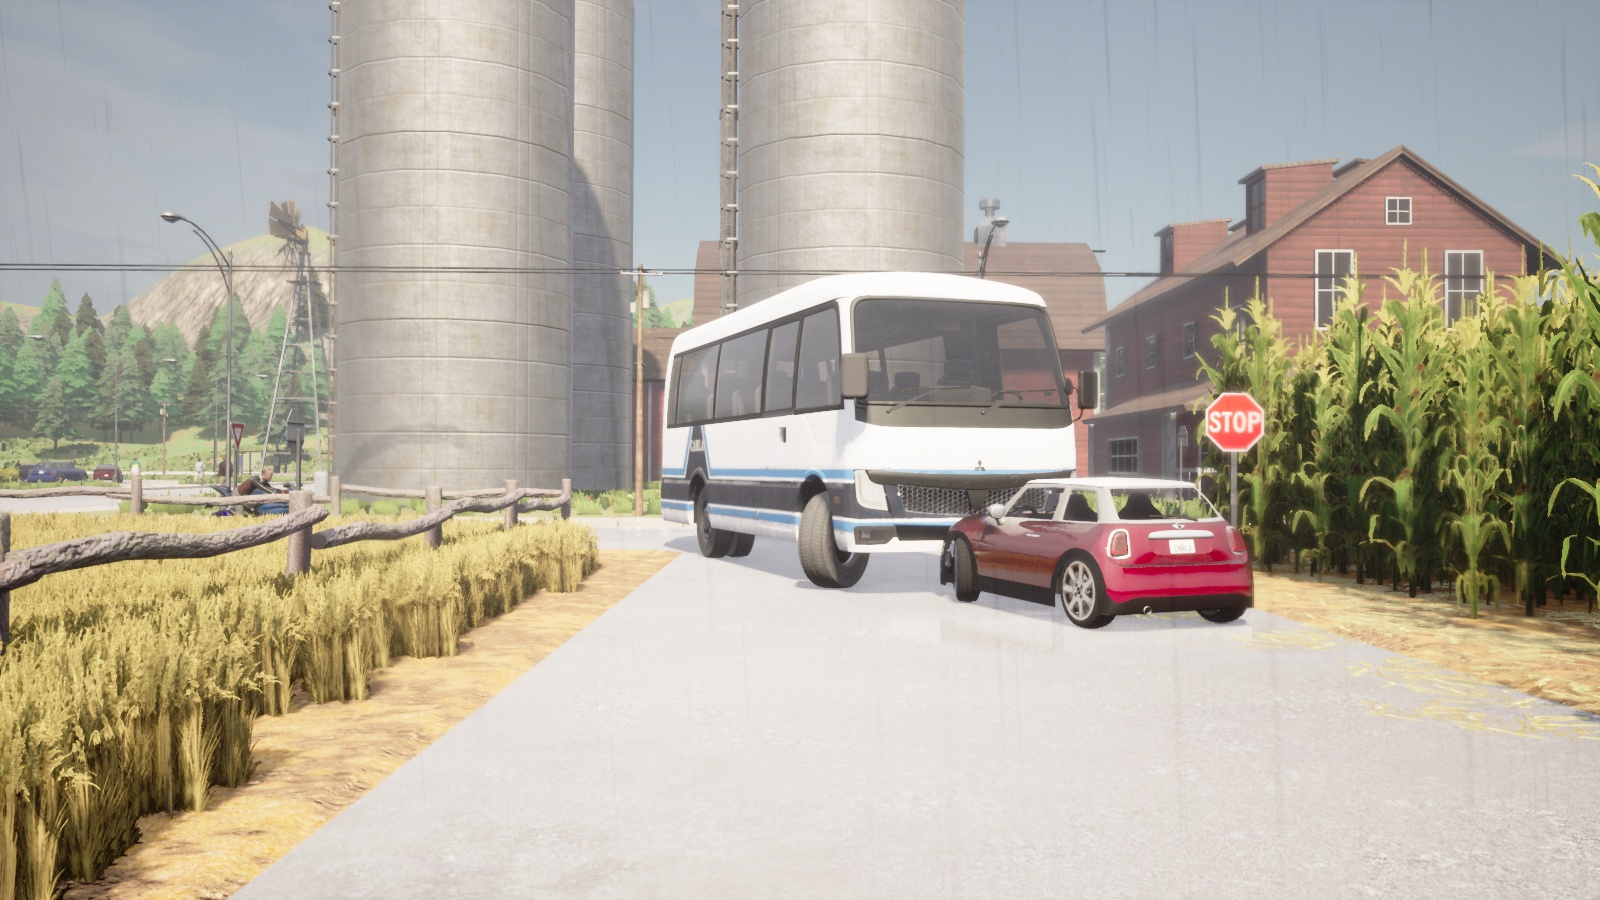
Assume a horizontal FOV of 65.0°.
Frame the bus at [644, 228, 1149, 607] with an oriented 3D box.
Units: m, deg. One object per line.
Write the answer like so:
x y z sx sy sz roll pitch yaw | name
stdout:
0.666 -0.300 19.594 3.944 4.253 10.273 0 -1 -20 | bus

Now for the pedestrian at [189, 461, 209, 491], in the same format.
-38.459 1.661 80.369 0.874 1.855 0.900 0 -1 -1 | pedestrian

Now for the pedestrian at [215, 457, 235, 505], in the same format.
-22.367 1.198 48.816 0.431 1.840 0.703 0 -1 3 | pedestrian

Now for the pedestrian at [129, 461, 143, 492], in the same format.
-41.075 1.638 77.644 0.659 1.952 0.873 0 -1 -35 | pedestrian

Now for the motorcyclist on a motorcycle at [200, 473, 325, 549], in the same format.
-11.014 1.241 25.760 2.191 1.530 0.866 0 -1 0 | motorcyclist on a motorcycle

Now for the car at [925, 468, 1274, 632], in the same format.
3.110 0.969 13.876 1.970 1.475 3.806 0 0 -20 | car
